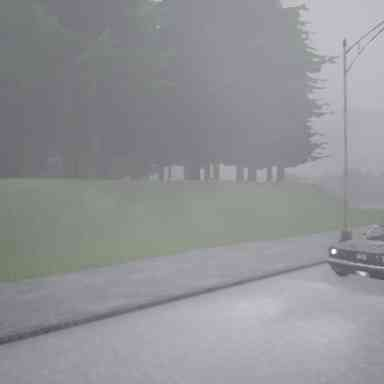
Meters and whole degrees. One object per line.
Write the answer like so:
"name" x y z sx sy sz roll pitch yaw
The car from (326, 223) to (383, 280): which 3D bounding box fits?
"car" 5.615 1.510 8.848 4.718 1.301 1.895 -1 0 -37
